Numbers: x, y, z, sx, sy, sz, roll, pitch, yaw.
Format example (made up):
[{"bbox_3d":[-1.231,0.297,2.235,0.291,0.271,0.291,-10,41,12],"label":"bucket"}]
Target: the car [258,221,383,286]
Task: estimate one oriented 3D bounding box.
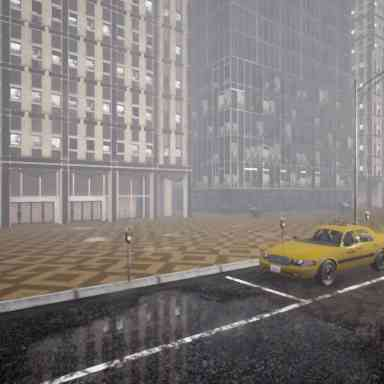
[{"bbox_3d":[3.964,1.526,9.409,4.829,1.417,1.752,0,0,-36],"label":"car"}]
